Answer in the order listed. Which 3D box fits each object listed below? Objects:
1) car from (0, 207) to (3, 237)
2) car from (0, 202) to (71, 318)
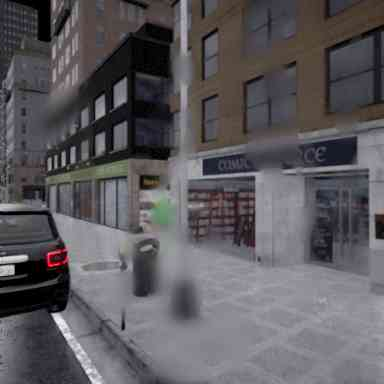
[{"bbox_3d":[-11.505,1.549,18.020,2.008,1.369,4.403,0,0,-33],"label":"car"},{"bbox_3d":[-4.166,1.227,7.036,2.150,2.045,5.566,0,0,-33],"label":"car"}]
